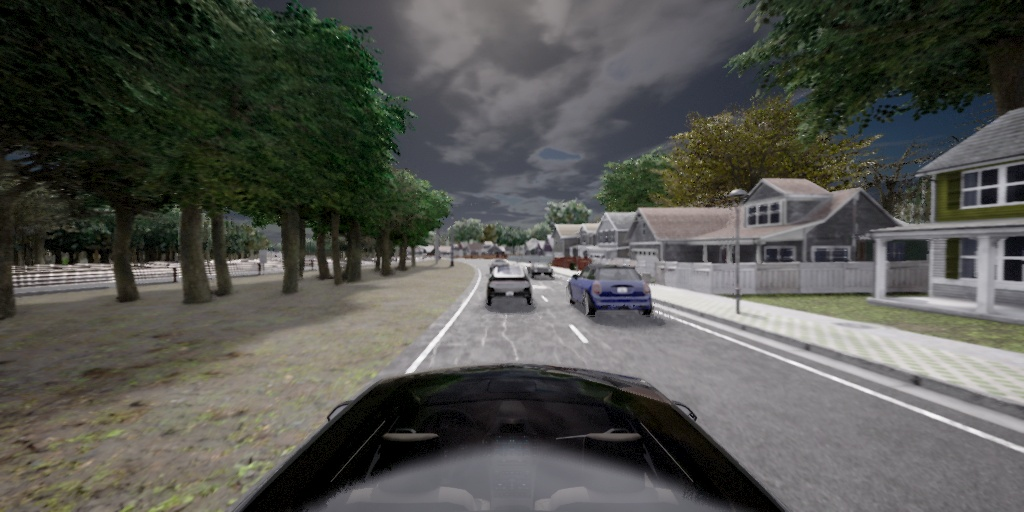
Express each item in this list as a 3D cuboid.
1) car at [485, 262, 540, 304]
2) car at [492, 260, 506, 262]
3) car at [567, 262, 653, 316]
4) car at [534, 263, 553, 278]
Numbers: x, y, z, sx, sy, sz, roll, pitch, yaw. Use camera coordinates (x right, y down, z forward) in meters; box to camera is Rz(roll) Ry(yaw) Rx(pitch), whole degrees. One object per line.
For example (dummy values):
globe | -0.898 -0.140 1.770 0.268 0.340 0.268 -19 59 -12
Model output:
car | -0.172 1.218 16.064 2.128 1.511 4.902 0 0 -2
car | -1.247 1.164 34.313 1.837 1.490 4.892 0 0 -5
car | 3.414 1.081 13.383 2.097 1.767 4.553 0 0 -1
car | 2.419 1.262 32.497 1.895 1.301 4.718 0 0 -4
